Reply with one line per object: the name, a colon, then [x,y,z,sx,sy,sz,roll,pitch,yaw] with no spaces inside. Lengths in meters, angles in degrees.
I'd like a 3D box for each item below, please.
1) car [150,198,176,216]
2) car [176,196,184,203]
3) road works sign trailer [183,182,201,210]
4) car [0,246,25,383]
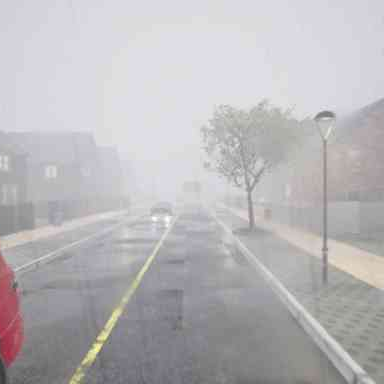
car: [-2.838,1.532,31.759,1.994,1.385,4.181,0,0,0]
car: [-2.738,1.559,72.564,1.837,1.490,4.892,0,0,0]
road works sign trailer: [0.013,0.453,43.687,2.380,3.560,2.880,0,0,0]
car: [-2.839,1.216,1.245,2.150,2.045,5.566,0,0,0]
